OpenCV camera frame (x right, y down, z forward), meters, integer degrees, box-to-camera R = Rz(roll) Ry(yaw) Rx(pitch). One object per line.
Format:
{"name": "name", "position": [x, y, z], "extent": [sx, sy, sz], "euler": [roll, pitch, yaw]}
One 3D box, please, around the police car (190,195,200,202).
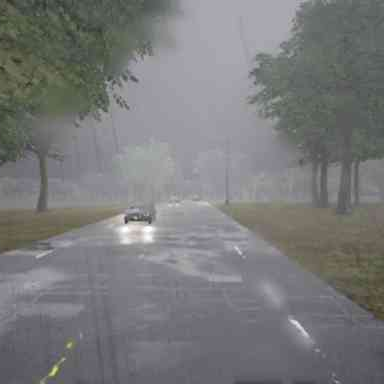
{"name": "police car", "position": [1.033, 1.734, 86.629], "extent": [1.930, 1.638, 5.238], "euler": [0, -1, 0]}

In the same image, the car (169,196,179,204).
{"name": "car", "position": [-3.525, 1.563, 65.046], "extent": [1.812, 1.442, 4.674], "euler": [0, 0, 0]}

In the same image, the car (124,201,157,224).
{"name": "car", "position": [-3.604, 1.434, 23.800], "extent": [1.837, 1.490, 4.892], "euler": [0, 0, 0]}
